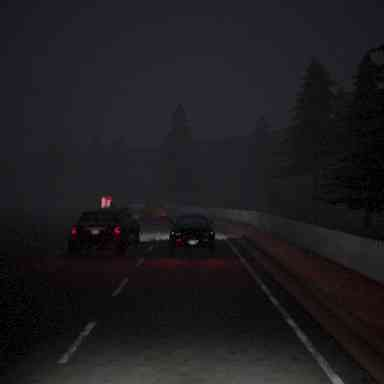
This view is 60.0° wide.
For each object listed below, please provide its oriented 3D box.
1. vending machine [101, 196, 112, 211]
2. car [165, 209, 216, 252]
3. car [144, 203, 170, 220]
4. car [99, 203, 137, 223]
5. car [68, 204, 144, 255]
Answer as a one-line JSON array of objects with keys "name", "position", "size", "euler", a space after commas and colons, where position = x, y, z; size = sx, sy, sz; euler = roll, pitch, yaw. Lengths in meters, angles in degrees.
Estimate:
[{"name": "vending machine", "position": [-12.141, 1.647, 47.295], "size": [0.880, 2.100, 1.100], "euler": [0, -1, 36]}, {"name": "car", "position": [-0.028, 1.664, 14.385], "size": [1.812, 1.442, 4.674], "euler": [0, 0, -1]}, {"name": "car", "position": [-3.586, 1.777, 31.209], "size": [1.882, 1.535, 5.008], "euler": [0, 0, -27]}, {"name": "car", "position": [-6.670, 1.776, 29.573], "size": [2.128, 1.511, 4.902], "euler": [0, -1, -26]}, {"name": "car", "position": [-3.509, 1.485, 14.076], "size": [2.097, 1.767, 4.553], "euler": [0, -1, -1]}]
